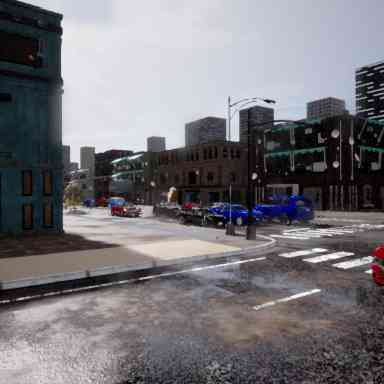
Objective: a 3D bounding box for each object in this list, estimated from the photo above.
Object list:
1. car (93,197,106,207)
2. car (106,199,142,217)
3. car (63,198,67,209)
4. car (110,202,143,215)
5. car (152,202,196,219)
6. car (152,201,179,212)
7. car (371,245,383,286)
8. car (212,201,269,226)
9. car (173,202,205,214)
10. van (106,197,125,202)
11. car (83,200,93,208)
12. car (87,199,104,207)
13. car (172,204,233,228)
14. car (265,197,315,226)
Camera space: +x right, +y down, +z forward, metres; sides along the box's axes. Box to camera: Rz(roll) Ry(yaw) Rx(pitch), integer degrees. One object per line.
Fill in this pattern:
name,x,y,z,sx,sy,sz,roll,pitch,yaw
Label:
car,-16.470,1.939,63.355,2.192,1.841,5.009,-1,0,-35
car,-7.262,1.846,35.941,1.967,1.590,4.097,-1,0,-35
car,-23.196,2.232,58.360,1.752,1.417,4.829,-1,0,-35
car,-8.319,1.989,41.929,2.033,1.411,5.357,-1,0,-35
car,-2.189,1.813,33.295,2.128,1.511,4.902,-1,0,-35
car,-3.636,1.965,45.310,1.802,1.307,4.206,-2,0,-35
car,6.382,1.476,8.233,5.008,1.535,1.882,0,0,-35
car,3.209,1.692,25.697,1.882,1.535,5.008,-1,0,-36
car,-0.430,1.903,40.799,1.802,1.307,4.206,-2,0,-35
van,-13.263,1.906,58.844,1.690,1.788,3.998,-1,0,-35
car,-19.522,2.193,63.217,1.812,1.442,4.674,-1,0,-35
car,-19.672,2.227,67.867,1.887,1.381,4.507,-1,0,-35
car,0.682,1.814,24.561,1.947,1.339,4.313,-2,0,-35
car,6.708,1.386,25.519,2.150,2.045,5.566,-1,0,-32
